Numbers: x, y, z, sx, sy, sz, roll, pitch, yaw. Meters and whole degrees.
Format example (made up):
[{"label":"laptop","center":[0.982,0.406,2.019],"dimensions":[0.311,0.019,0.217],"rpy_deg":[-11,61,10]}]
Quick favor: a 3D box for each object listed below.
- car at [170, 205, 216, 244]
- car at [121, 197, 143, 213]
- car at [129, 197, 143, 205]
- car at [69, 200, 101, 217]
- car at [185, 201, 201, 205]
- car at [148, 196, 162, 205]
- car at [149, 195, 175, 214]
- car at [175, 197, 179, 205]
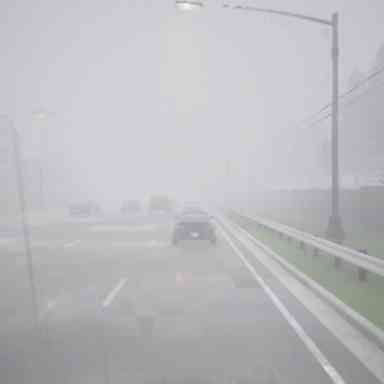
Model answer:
[{"label":"car","center":[0.108,1.559,15.754],"dimensions":[1.812,1.442,4.674],"rpy_deg":[0,0,0]},{"label":"car","center":[-6.883,1.573,38.494],"dimensions":[2.128,1.511,4.902],"rpy_deg":[0,0,0]},{"label":"car","center":[-10.375,1.656,61.593],"dimensions":[1.812,1.442,4.674],"rpy_deg":[0,0,0]},{"label":"car","center":[-10.387,1.546,32.637],"dimensions":[1.882,1.535,5.008],"rpy_deg":[0,0,0]},{"label":"car","center":[0.118,1.683,38.811],"dimensions":[1.895,1.301,4.718],"rpy_deg":[0,0,0]},{"label":"car","center":[-6.875,1.623,62.289],"dimensions":[2.128,1.511,4.902],"rpy_deg":[0,0,0]},{"label":"car","center":[-3.383,1.299,36.179],"dimensions":[2.150,2.045,5.566],"rpy_deg":[0,0,0]},{"label":"car","center":[-3.373,1.657,62.075],"dimensions":[1.812,1.442,4.674],"rpy_deg":[0,0,0]}]
